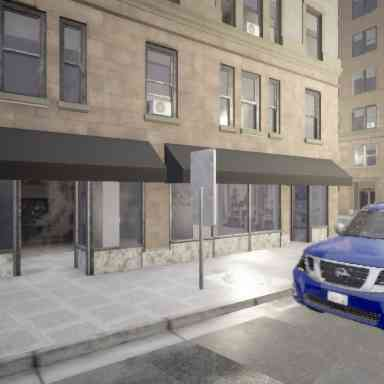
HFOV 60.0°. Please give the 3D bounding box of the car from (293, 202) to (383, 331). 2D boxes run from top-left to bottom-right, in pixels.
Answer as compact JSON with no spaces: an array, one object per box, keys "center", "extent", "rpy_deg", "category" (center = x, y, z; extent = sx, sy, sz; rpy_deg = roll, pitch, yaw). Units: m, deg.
[{"center":[4.397,1.221,6.561],"extent":[5.566,2.045,2.150],"rpy_deg":[0,0,-36],"category":"car"}]
